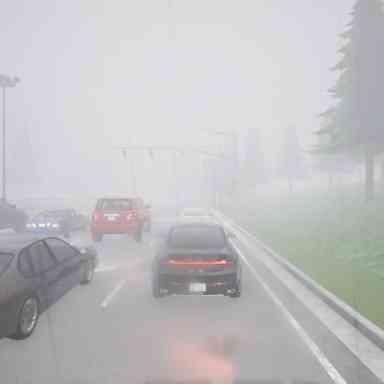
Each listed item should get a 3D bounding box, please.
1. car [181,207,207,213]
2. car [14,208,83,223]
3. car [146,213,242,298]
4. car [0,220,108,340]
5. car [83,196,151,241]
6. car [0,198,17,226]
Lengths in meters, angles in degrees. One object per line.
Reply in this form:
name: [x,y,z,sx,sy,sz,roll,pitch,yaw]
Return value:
car: [0.111,1.526,17.598,1.812,1.442,4.674,0,0,0]
car: [-6.856,1.547,17.448,2.033,1.411,5.357,0,0,-2]
car: [0.106,1.505,8.521,1.837,1.490,4.892,0,0,0]
car: [-3.398,1.547,6.467,2.033,1.411,5.357,0,0,0]
car: [-3.388,1.221,16.715,2.150,2.045,5.566,0,0,0]
car: [-10.390,1.221,16.558,2.150,2.045,5.566,0,0,0]
